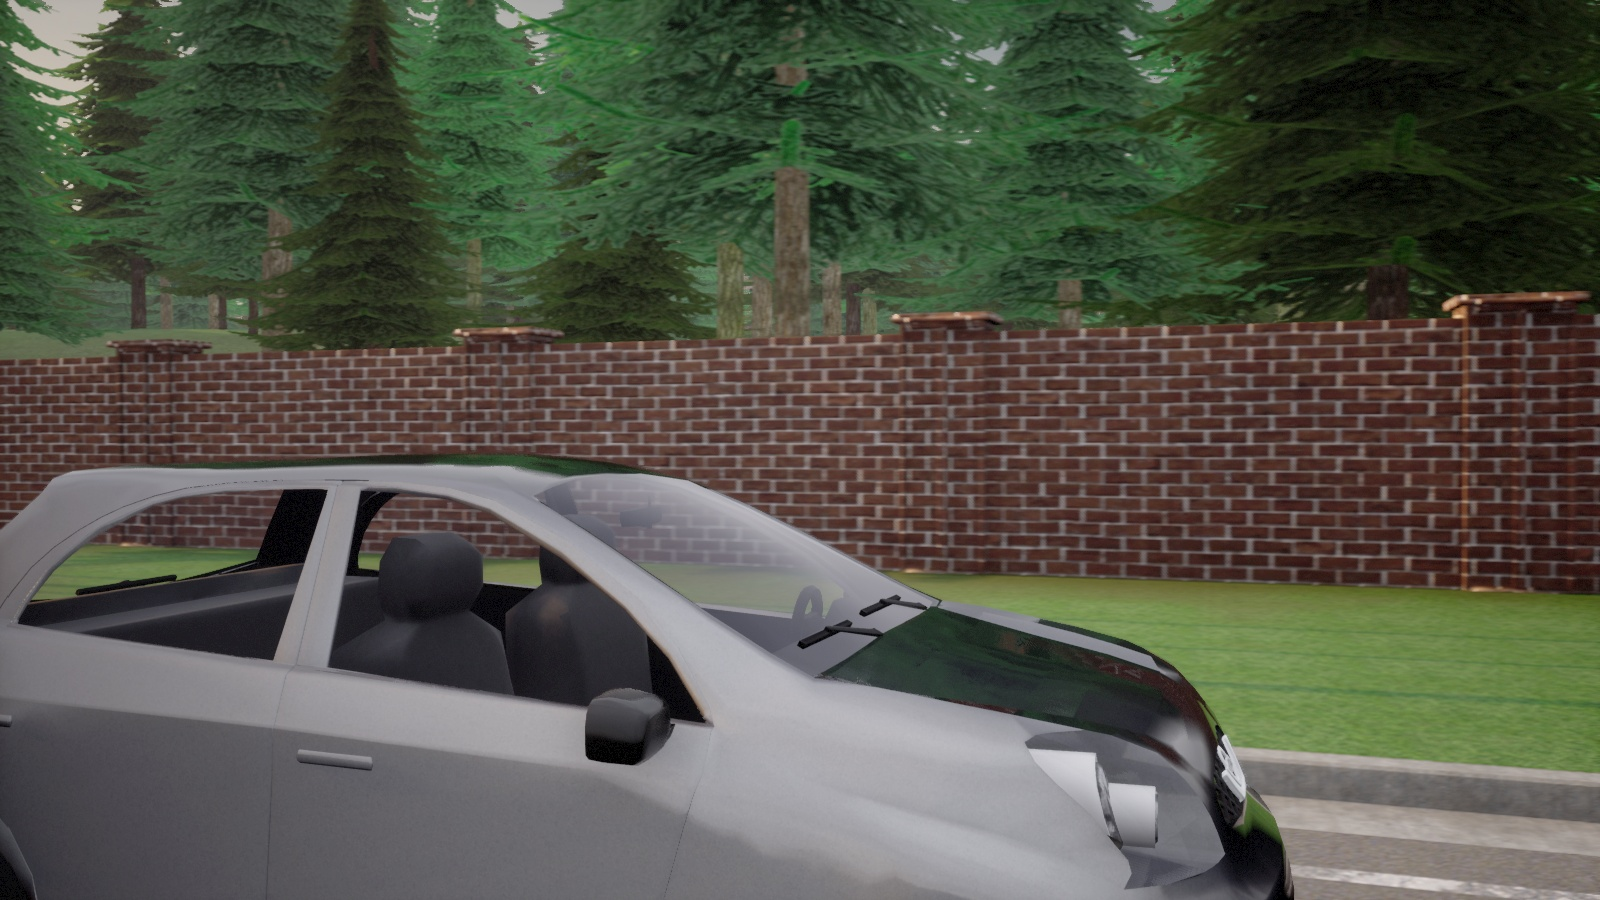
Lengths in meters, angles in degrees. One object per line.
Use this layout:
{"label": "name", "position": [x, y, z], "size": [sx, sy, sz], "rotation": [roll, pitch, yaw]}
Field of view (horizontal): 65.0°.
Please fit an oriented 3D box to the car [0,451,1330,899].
{"label": "car", "position": [-0.614, 0.784, 3.400], "size": [3.633, 1.501, 1.845], "rotation": [1, 1, 19]}
